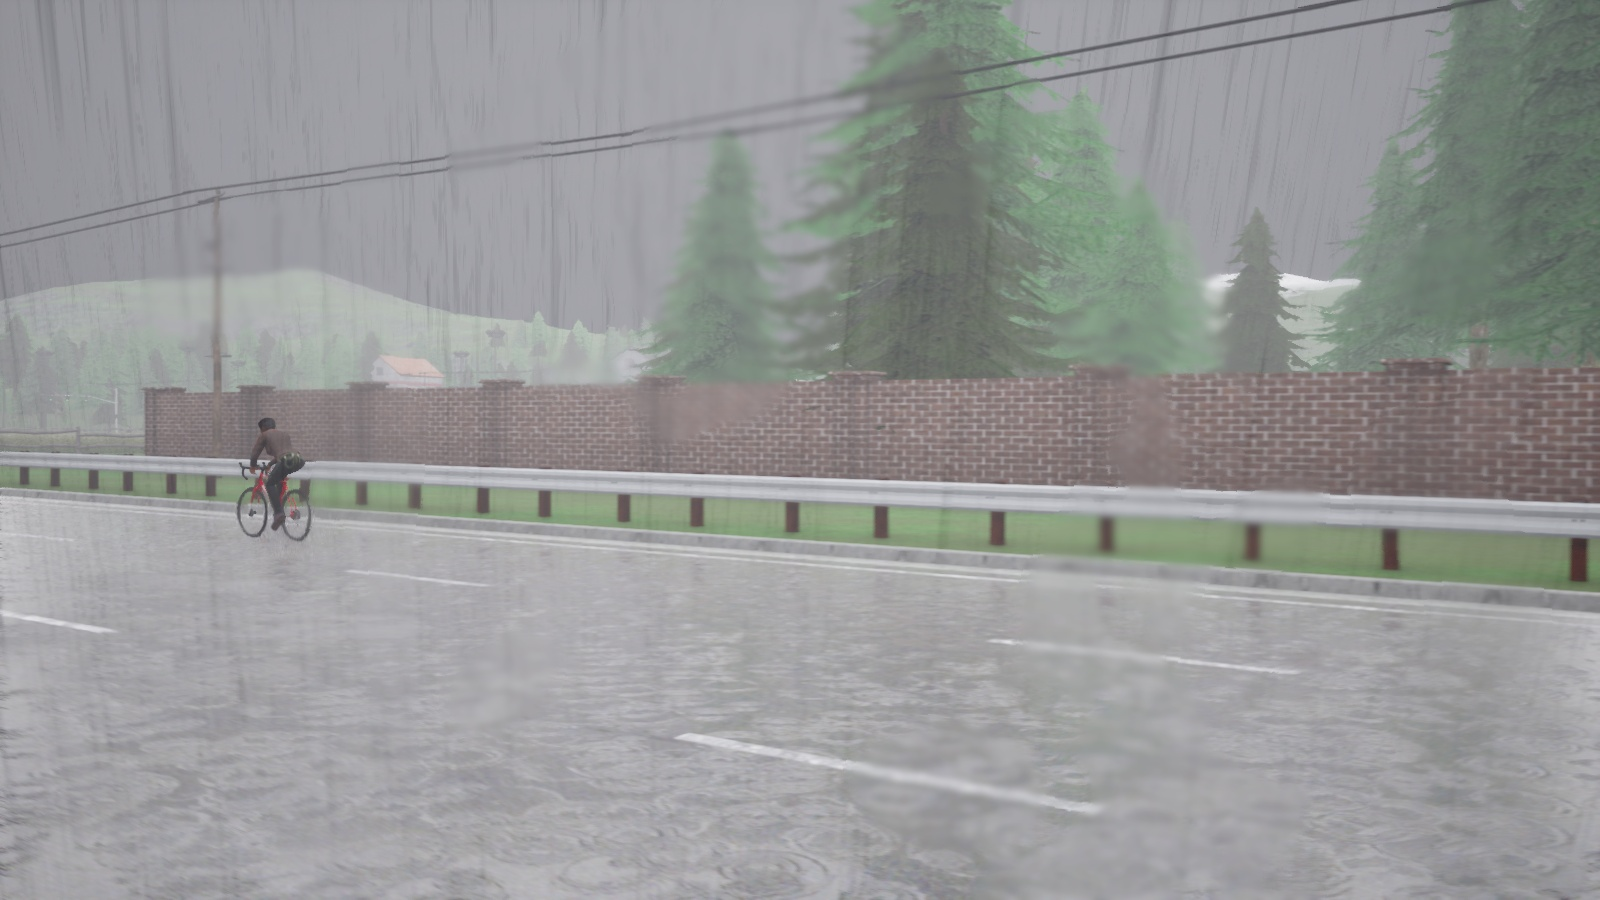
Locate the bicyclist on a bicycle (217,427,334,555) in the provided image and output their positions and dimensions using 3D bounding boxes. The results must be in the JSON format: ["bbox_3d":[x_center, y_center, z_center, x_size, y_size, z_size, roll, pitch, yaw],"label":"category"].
[{"bbox_3d":[-6.963,0.520,16.651,1.656,1.620,0.582,0,1,34],"label":"bicyclist on a bicycle"}]
